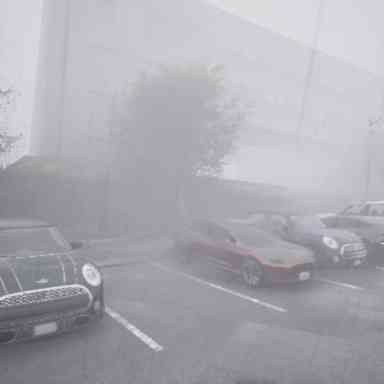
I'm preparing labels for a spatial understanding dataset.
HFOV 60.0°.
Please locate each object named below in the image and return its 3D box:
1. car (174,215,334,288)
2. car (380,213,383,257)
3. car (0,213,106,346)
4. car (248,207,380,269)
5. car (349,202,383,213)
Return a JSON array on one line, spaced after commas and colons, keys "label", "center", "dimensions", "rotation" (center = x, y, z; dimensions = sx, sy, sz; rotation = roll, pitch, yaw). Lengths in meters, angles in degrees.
[{"label": "car", "center": [1.293, 1.586, 9.853], "dimensions": [2.163, 1.488, 4.792], "rotation": [1, 0, -35]}, {"label": "car", "center": [5.808, 1.650, 13.147], "dimensions": [2.163, 1.488, 4.792], "rotation": [1, 0, -36]}, {"label": "car", "center": [-3.390, 1.365, 6.588], "dimensions": [2.185, 1.767, 4.553], "rotation": [1, 0, -36]}, {"label": "car", "center": [3.534, 1.463, 11.528], "dimensions": [2.185, 1.767, 4.553], "rotation": [1, 0, -36]}, {"label": "car", "center": [10.393, 1.559, 16.344], "dimensions": [2.185, 1.767, 4.553], "rotation": [1, 0, -36]}]
